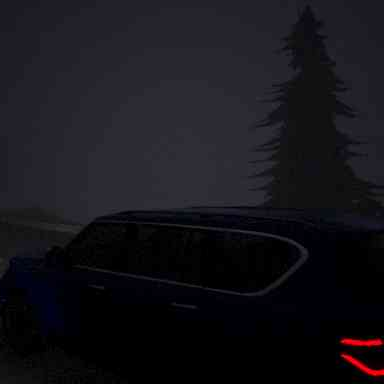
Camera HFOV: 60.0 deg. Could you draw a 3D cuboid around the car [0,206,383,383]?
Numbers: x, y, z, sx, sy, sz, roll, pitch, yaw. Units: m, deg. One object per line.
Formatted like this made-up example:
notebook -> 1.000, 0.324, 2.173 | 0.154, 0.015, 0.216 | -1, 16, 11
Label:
car -> -0.294, 1.207, 4.272 | 5.566, 2.045, 2.150 | 0, 0, 36
